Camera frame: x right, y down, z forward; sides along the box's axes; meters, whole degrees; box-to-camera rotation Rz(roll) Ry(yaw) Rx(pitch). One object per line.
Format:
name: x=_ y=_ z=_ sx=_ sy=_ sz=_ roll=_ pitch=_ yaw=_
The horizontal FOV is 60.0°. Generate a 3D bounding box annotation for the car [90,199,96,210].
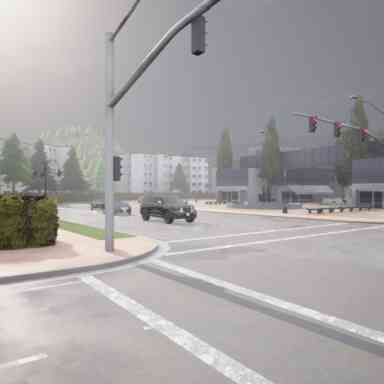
car: x=-11.909 y=1.564 z=42.587 sx=1.994 sy=1.385 sz=4.181 roll=0 pitch=0 yaw=-17

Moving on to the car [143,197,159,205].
car: x=-7.235 y=1.547 z=59.050 sx=2.033 sy=1.411 sz=5.357 roll=0 pitch=0 yaw=3

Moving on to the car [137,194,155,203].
car: x=-9.332 y=1.352 z=68.046 sx=2.097 sy=1.767 sz=4.553 roll=0 pitch=0 yaw=15

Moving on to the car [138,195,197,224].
car: x=-1.950 y=1.221 z=25.324 sx=2.150 sy=2.045 sz=5.566 roll=0 pitch=0 yaw=-37

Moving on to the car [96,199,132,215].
car: x=-7.636 y=1.491 z=33.492 sx=2.128 sy=1.511 sz=4.902 roll=0 pitch=0 yaw=-31

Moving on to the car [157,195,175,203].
car: x=-5.316 y=1.477 z=69.513 sx=1.882 sy=1.535 sz=5.008 roll=0 pitch=0 yaw=20
